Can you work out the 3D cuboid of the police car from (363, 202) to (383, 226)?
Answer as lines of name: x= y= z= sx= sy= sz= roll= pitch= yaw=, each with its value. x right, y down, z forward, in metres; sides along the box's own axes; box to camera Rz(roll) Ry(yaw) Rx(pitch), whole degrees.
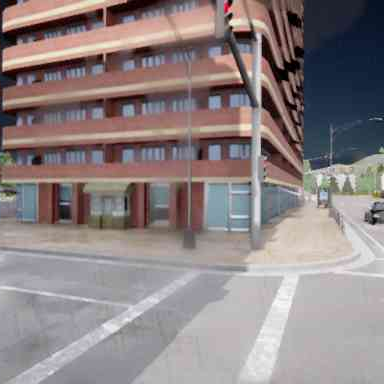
police car: x=13.240 y=1.488 z=23.116 sx=2.038 sy=1.542 sz=4.974 roll=0 pitch=0 yaw=21
